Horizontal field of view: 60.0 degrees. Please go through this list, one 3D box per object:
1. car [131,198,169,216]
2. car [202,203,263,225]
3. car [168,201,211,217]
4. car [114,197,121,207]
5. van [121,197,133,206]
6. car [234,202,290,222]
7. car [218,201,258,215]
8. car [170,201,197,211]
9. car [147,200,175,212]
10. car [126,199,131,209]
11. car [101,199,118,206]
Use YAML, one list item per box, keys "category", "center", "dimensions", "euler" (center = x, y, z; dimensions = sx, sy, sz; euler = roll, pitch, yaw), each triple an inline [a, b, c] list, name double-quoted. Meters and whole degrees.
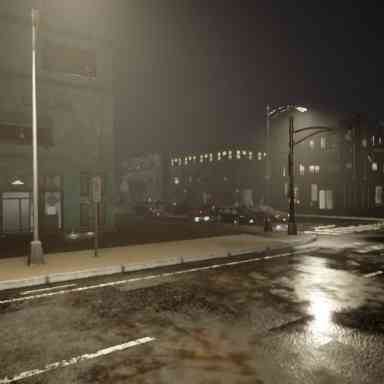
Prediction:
- category: "car"
  center: [-4.842, 1.845, 37.678]
  dimensions: [1.967, 1.590, 4.097]
  euler: [-1, 0, -35]
- category: "car"
  center: [3.108, 1.813, 26.302]
  dimensions: [1.947, 1.339, 4.313]
  euler: [-2, 0, -35]
- category: "car"
  center: [-0.295, 1.895, 35.756]
  dimensions: [1.994, 1.385, 4.181]
  euler: [-1, 0, -37]
- category: "car"
  center: [-14.066, 1.938, 65.087]
  dimensions: [2.192, 1.841, 5.009]
  euler: [-1, 0, -35]
- category: "van"
  center: [-10.856, 1.905, 60.577]
  dimensions: [1.690, 1.788, 3.998]
  euler: [-1, 0, -35]
- category: "car"
  center: [5.514, 1.764, 27.614]
  dimensions: [2.033, 1.411, 5.357]
  euler: [-1, 0, -36]
- category: "car"
  center: [5.197, 1.808, 38.030]
  dimensions: [2.008, 1.369, 4.403]
  euler: [-2, 0, -35]
- category: "car"
  center: [-1.221, 1.964, 47.049]
  dimensions: [1.802, 1.307, 4.206]
  euler: [-2, 0, -35]
- category: "car"
  center: [-4.468, 1.956, 47.154]
  dimensions: [1.812, 1.442, 4.674]
  euler: [-1, 0, -35]
- category: "car"
  center: [-6.392, 1.997, 44.358]
  dimensions: [2.033, 1.411, 5.357]
  euler: [-1, 0, -35]
- category: "car"
  center: [-17.270, 2.226, 69.596]
  dimensions: [1.887, 1.381, 4.507]
  euler: [-1, 0, -35]
